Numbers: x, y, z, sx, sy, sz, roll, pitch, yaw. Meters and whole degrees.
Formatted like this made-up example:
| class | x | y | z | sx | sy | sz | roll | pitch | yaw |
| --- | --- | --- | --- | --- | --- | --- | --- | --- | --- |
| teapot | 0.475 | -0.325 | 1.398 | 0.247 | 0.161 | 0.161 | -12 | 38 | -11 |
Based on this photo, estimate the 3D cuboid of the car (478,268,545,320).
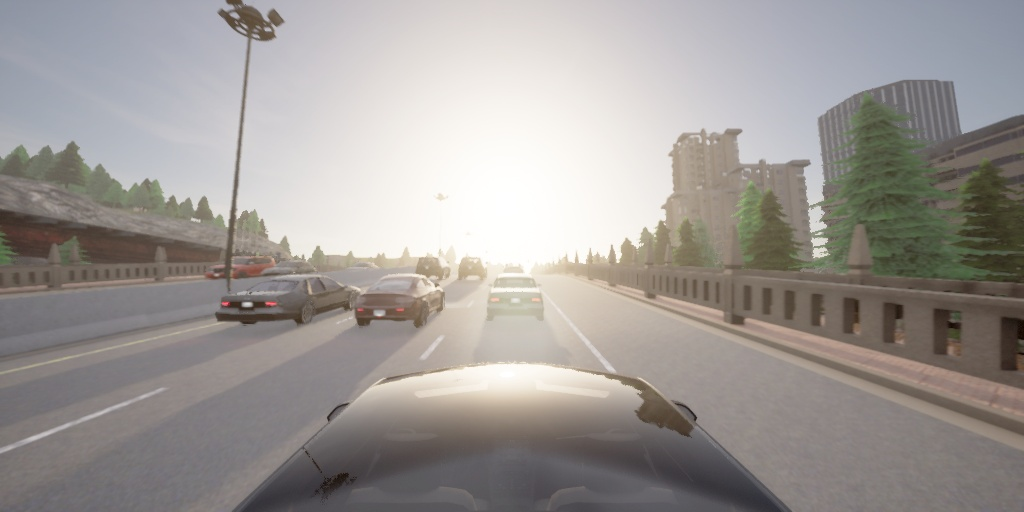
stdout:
| class | x | y | z | sx | sy | sz | roll | pitch | yaw |
| --- | --- | --- | --- | --- | --- | --- | --- | --- | --- |
| car | 0.099 | 1.322 | 12.741 | 2.033 | 1.411 | 5.357 | 0 | 0 | 0 |

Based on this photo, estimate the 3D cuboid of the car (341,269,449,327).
| class | x | y | z | sx | sy | sz | roll | pitch | yaw |
| --- | --- | --- | --- | --- | --- | --- | --- | --- | --- |
| car | -3.414 | 1.297 | 11.519 | 1.812 | 1.442 | 4.674 | 0 | 0 | 0 |

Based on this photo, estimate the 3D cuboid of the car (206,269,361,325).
| class | x | y | z | sx | sy | sz | roll | pitch | yaw |
| --- | --- | --- | --- | --- | --- | --- | --- | --- | --- |
| car | -6.901 | 1.320 | 11.860 | 2.033 | 1.411 | 5.357 | 0 | 0 | 0 |

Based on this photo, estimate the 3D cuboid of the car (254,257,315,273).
| class | x | y | z | sx | sy | sz | roll | pitch | yaw |
| --- | --- | --- | --- | --- | --- | --- | --- | --- | --- |
| car | -17.598 | 1.160 | 28.410 | 2.097 | 1.767 | 4.553 | 0 | 0 | 0 |

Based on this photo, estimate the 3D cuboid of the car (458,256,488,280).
| class | x | y | z | sx | sy | sz | roll | pitch | yaw |
| --- | --- | --- | --- | --- | --- | --- | --- | --- | --- |
| car | -3.403 | 1.039 | 31.764 | 2.150 | 2.045 | 5.566 | 0 | 0 | 0 |

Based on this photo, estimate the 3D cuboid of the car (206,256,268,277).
| class | x | y | z | sx | sy | sz | roll | pitch | yaw |
| --- | --- | --- | --- | --- | --- | --- | --- | --- | --- |
| car | -21.100 | 1.033 | 28.362 | 2.150 | 2.045 | 5.566 | 0 | 0 | 0 |

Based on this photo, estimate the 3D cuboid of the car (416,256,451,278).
| class | x | y | z | sx | sy | sz | roll | pitch | yaw |
| --- | --- | --- | --- | --- | --- | --- | --- | --- | --- |
| car | -6.903 | 1.039 | 31.746 | 2.150 | 2.045 | 5.566 | 0 | 0 | 0 |

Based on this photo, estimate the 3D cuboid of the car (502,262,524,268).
| class | x | y | z | sx | sy | sz | roll | pitch | yaw |
| --- | --- | --- | --- | --- | --- | --- | --- | --- | --- |
| car | 0.097 | 1.312 | 32.737 | 2.128 | 1.511 | 4.902 | 0 | 0 | 0 |

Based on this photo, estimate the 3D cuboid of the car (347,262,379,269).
| class | x | y | z | sx | sy | sz | roll | pitch | yaw |
| --- | --- | --- | --- | --- | --- | --- | --- | --- | --- |
| car | -14.098 | 1.326 | 33.784 | 1.837 | 1.490 | 4.892 | 0 | 0 | 0 |
